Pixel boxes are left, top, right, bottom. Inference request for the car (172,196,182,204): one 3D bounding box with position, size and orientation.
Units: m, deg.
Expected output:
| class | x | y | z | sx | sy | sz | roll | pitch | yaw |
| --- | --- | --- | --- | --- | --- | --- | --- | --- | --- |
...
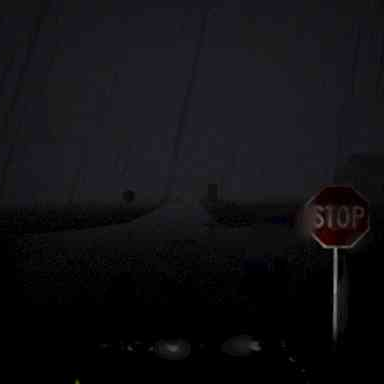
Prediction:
| class | x | y | z | sx | sy | sz | roll | pitch | yaw |
| --- | --- | --- | --- | --- | --- | --- | --- | --- | --- |
| car | -2.872 | 1.571 | 65.710 | 2.033 | 1.411 | 5.357 | 0 | 0 | 0 |
